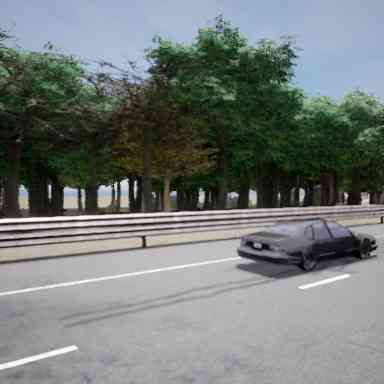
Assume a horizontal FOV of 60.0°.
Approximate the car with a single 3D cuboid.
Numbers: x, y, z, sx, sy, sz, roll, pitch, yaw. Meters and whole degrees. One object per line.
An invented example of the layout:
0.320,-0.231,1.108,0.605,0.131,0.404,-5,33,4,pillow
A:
3.929,1.574,10.912,5.357,1.411,2.033,0,0,-35,car
